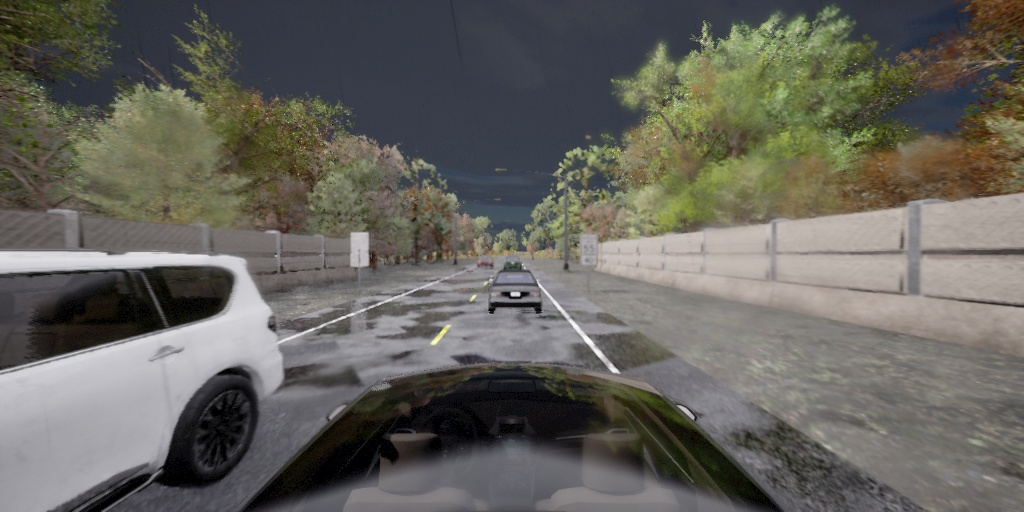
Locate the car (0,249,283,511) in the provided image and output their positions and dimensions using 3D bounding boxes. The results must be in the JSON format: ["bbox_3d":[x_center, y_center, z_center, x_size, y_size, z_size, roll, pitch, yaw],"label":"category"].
[{"bbox_3d":[-3.604,0.972,1.658,2.150,2.045,5.566,0,0,0],"label":"car"}]

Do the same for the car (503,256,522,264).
[{"bbox_3d":[0.083,0.760,41.822,2.097,1.767,4.553,0,1,0],"label":"car"}]

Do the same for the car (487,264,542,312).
[{"bbox_3d":[0.103,1.205,13.548,2.033,1.411,5.357,0,0,0],"label":"car"}]

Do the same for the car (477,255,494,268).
[{"bbox_3d":[-3.571,0.693,48.660,2.097,1.767,4.553,0,0,0],"label":"car"}]
